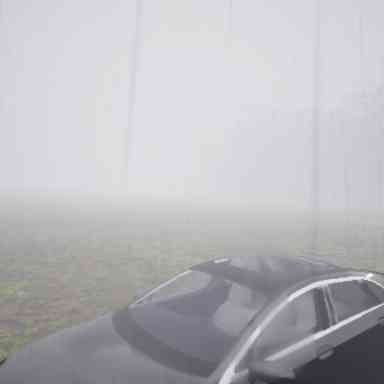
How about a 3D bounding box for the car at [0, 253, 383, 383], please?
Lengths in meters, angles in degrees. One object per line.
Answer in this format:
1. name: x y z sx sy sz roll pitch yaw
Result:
1. car: 0.557 1.476 3.315 4.902 1.511 2.128 0 0 -35
